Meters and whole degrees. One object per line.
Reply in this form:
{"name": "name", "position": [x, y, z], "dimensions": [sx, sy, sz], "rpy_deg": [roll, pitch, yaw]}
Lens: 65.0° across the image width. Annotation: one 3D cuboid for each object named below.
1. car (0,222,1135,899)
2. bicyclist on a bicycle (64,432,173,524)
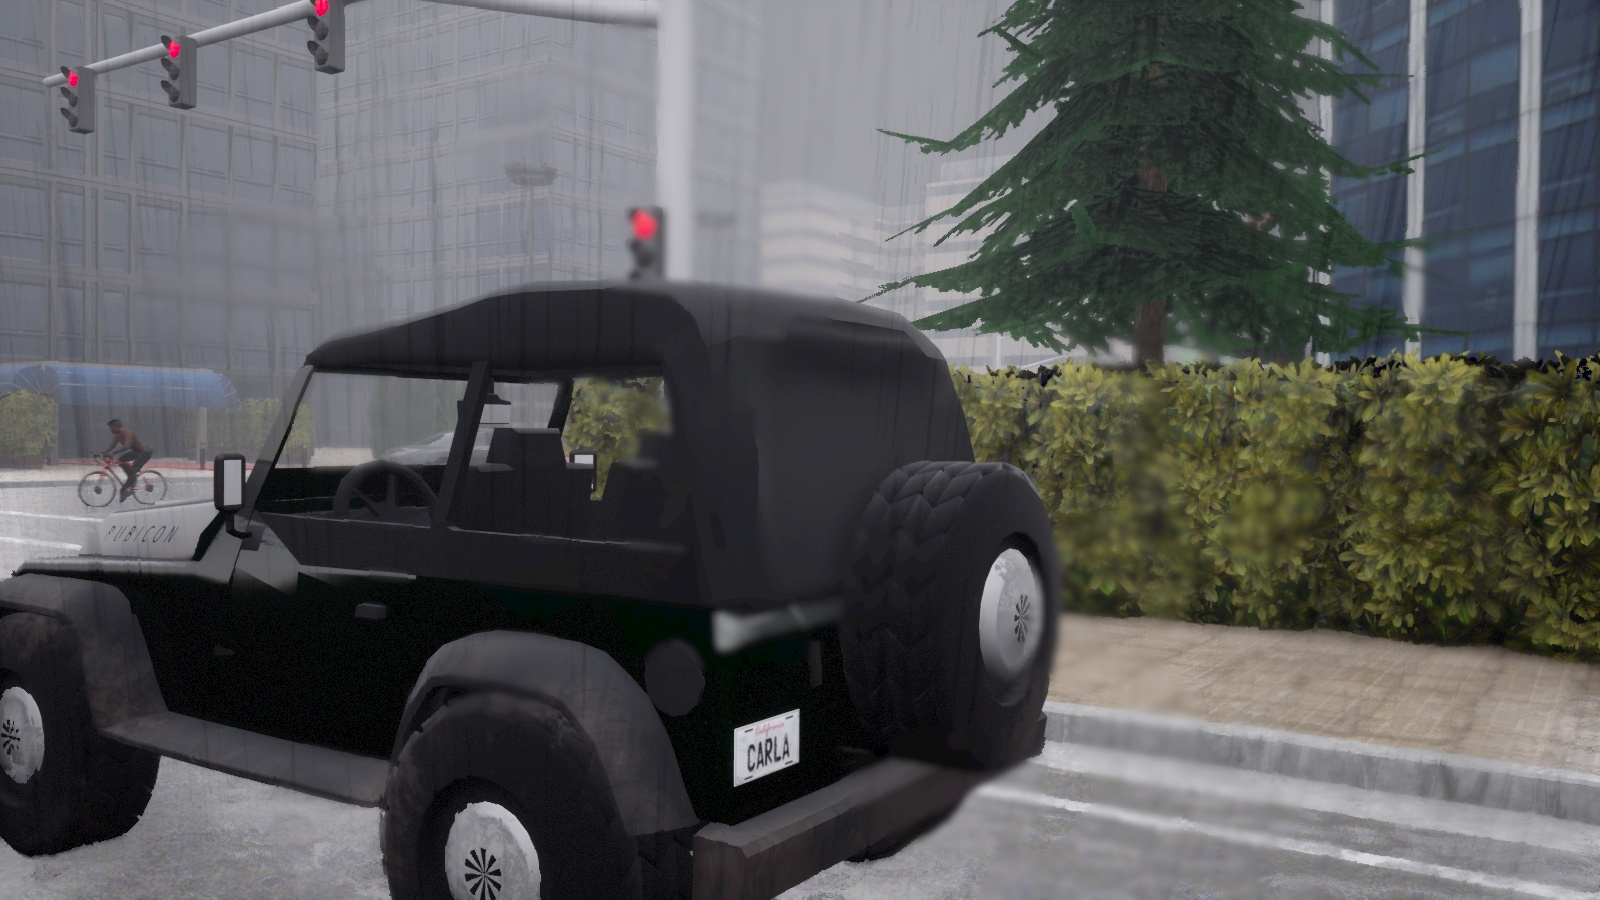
{"name": "car", "position": [-1.061, 0.478, 4.325], "dimensions": [3.866, 1.878, 1.905], "rpy_deg": [0, 1, 34]}
{"name": "bicyclist on a bicycle", "position": [-12.524, 0.482, 23.127], "dimensions": [0.582, 1.620, 1.656], "rpy_deg": [0, 1, 33]}
